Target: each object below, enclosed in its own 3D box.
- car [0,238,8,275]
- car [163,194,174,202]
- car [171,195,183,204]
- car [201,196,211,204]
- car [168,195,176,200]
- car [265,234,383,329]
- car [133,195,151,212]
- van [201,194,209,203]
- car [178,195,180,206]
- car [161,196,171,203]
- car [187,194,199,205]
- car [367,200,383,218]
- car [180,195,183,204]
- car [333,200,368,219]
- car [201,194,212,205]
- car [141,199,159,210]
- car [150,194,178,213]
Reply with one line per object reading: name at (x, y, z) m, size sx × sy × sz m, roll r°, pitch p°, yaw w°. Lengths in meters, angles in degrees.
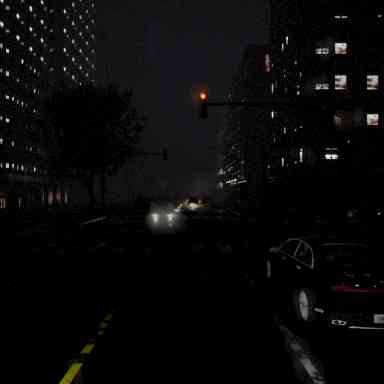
car at (-5.680, 1.545, 6.881) m, size 1.887 × 1.381 × 4.507 m, roll 0°, pitch 0°, yaw 0°
car at (-5.571, 1.386, 77.929) m, size 2.192 × 1.841 × 5.009 m, roll 0°, pitch 0°, yaw 0°
car at (-2.938, 1.402, 65.333) m, size 2.097 × 1.767 × 4.553 m, roll 0°, pitch 0°, yaw 1°
car at (2.794, 1.578, 67.040) m, size 1.752 × 1.417 × 4.829 m, roll 0°, pitch 0°, yaw 0°
car at (-5.545, 1.654, 94.498) m, size 2.008 × 1.369 × 4.403 m, roll 0°, pitch 0°, yaw 0°
car at (2.700, 1.551, 6.868) m, size 2.008 × 1.369 × 4.403 m, roll 0°, pitch 0°, yaw 0°
car at (-5.631, 1.336, 39.270) m, size 2.192 × 1.841 × 5.009 m, roll 0°, pitch 0°, yaw 0°
van at (2.802, 1.402, 72.394) m, size 1.690 × 1.788 × 3.998 m, roll 0°, pitch 0°, yaw 0°
car at (-3.023, 1.505, 46.094) m, size 1.882 × 1.535 × 5.008 m, roll 0°, pitch 0°, yaw 0°
car at (-5.579, 1.627, 72.407) m, size 1.947 × 1.339 × 4.313 m, roll 0°, pitch 0°, yaw 0°
car at (0.198, 1.546, 62.037) m, size 1.837 × 1.490 × 4.892 m, roll 0°, pitch -1°, yaw 0°
car at (15.302, 1.338, 23.695) m, size 4.181 × 1.385 × 1.994 m, roll -1°, pitch 0°, yaw 0°
car at (-3.007, 1.563, 55.402) m, size 1.812 × 1.442 × 4.674 m, roll 0°, pitch 0°, yaw 1°
car at (13.467, 1.350, 26.257) m, size 4.403 × 1.369 × 2.008 m, roll -1°, pitch 1°, yaw 0°
car at (2.785, 1.610, 61.347) m, size 1.947 × 1.339 × 4.313 m, roll 0°, pitch 0°, yaw 0°
car at (-5.622, 1.592, 44.793) m, size 1.947 × 1.339 × 4.313 m, roll 0°, pitch 0°, yaw 0°
car at (-3.042, 1.371, 37.003) m, size 2.097 × 1.767 × 4.553 m, roll 0°, pitch 0°, yaw 0°
